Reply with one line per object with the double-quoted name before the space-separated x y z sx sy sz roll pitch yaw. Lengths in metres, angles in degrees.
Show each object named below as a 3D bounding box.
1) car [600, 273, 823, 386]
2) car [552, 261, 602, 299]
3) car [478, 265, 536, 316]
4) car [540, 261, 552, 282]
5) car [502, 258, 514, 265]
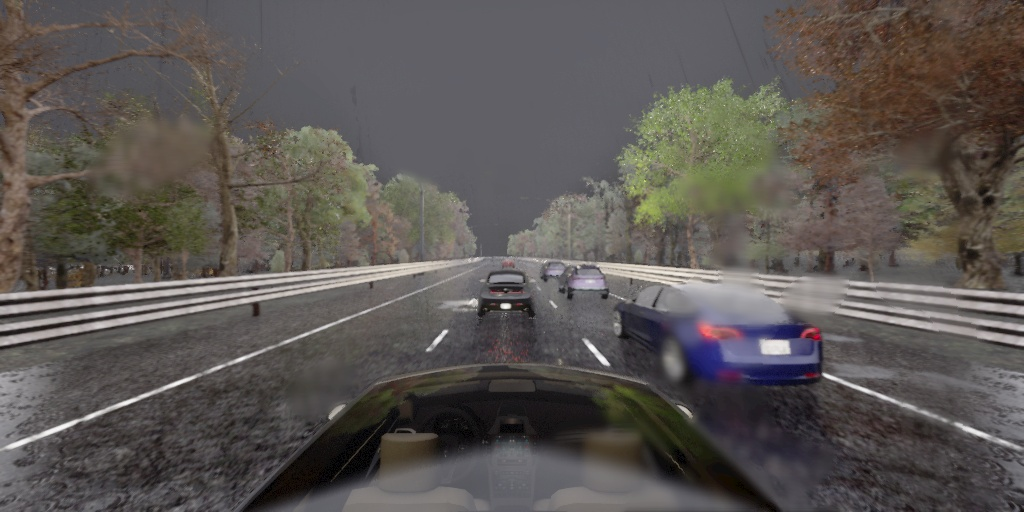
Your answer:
"car" 3.495 1.257 7.099 2.163 1.488 4.792 0 0 0
"car" 3.444 1.191 18.107 2.033 1.649 4.856 0 0 0
"car" -0.160 1.264 13.326 1.837 1.490 4.892 0 0 1
"car" 3.348 1.196 29.144 2.033 1.649 4.856 0 0 -1
"car" -0.654 1.127 62.604 2.097 1.767 4.553 0 0 -1
